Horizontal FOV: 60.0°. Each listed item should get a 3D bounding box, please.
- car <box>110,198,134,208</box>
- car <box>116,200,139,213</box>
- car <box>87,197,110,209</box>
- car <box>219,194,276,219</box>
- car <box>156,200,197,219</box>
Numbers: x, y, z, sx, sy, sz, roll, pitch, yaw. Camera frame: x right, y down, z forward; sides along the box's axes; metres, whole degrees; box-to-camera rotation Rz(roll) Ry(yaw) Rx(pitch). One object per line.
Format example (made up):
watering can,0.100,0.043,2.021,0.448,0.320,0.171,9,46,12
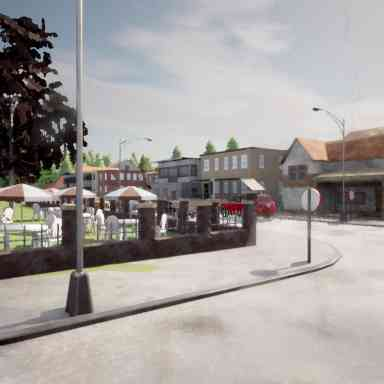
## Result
car,-10.394,1.562,49.402,1.994,1.385,4.181,0,0,-35
car,-6.809,1.526,37.155,1.812,1.442,4.674,0,0,-35
car,-12.971,1.478,45.866,1.882,1.535,5.008,0,0,-35
car,4.529,1.221,28.196,2.150,2.045,5.566,0,0,-33
car,-1.447,1.505,29.621,1.837,1.490,4.892,0,0,-35
